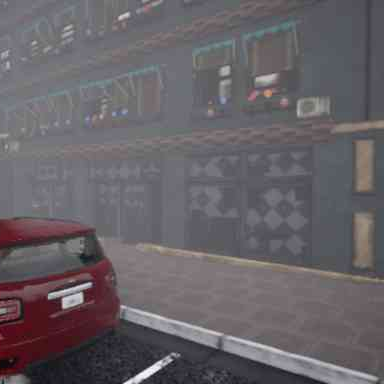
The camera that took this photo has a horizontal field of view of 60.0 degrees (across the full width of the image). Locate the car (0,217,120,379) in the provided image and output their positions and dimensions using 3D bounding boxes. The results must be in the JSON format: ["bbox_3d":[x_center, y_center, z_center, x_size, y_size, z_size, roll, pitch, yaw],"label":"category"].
[{"bbox_3d":[-3.313,1.336,5.214,5.009,1.841,2.192,0,1,36],"label":"car"}]
